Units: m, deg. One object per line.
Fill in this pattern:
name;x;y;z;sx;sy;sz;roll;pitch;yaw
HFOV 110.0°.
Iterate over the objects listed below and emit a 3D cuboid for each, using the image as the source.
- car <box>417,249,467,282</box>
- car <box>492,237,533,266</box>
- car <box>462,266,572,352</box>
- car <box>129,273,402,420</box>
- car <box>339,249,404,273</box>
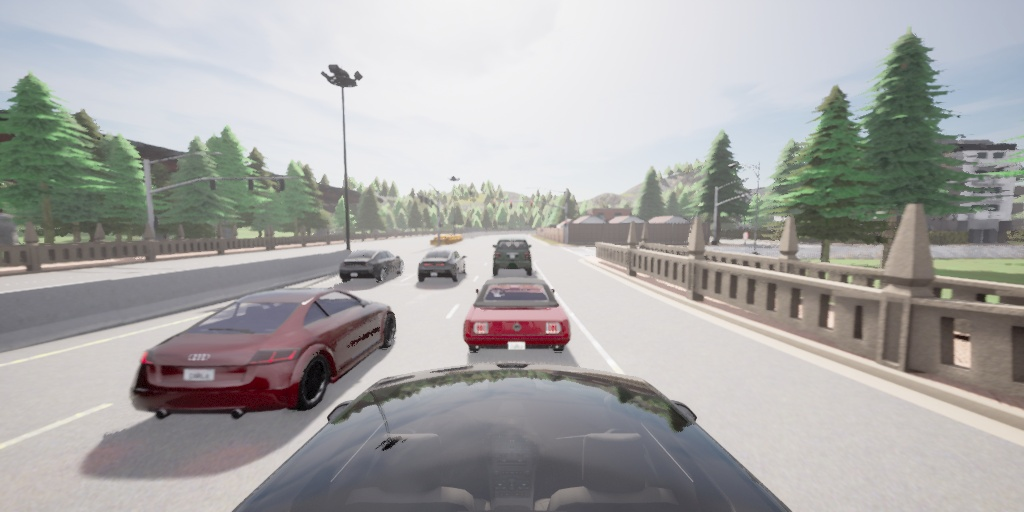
car;-3.477;0.389;18.339;1.837;1.490;4.892;0;4;0
car;0.011;-0.087;20.850;2.150;2.045;5.566;0;5;0
car;0.076;1.141;8.298;1.895;1.301;4.718;0;3;0
car;-3.416;1.200;5.913;1.994;1.385;4.181;0;2;0
car;-6.976;0.399;18.211;1.837;1.490;4.892;0;5;0
